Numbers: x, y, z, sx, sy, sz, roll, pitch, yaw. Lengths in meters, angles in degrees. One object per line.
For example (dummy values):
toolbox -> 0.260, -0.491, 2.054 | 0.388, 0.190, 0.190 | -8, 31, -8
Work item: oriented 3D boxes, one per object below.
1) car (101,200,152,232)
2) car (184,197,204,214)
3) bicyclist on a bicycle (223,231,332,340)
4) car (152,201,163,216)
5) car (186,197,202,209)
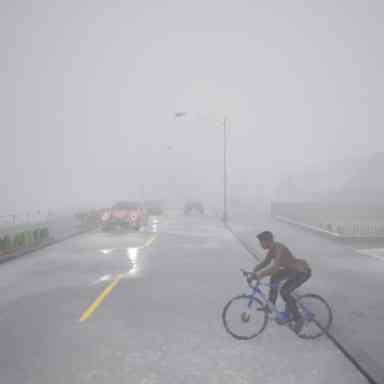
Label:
car -> -3.950, 1.336, 20.117 | 2.097, 1.767, 4.553 | 0, 0, 1
car -> 0.220, 1.478, 34.880 | 1.837, 1.490, 4.892 | 0, 0, 0
bicyclist on a bicycle -> 1.271, 1.409, 4.976 | 1.656, 1.620, 0.582 | -1, 0, 0
car -> -3.897, 1.540, 31.931 | 1.994, 1.385, 4.181 | 0, 0, 1
car -> 0.249, 1.457, 46.075 | 2.128, 1.511, 4.902 | 0, 0, 1
